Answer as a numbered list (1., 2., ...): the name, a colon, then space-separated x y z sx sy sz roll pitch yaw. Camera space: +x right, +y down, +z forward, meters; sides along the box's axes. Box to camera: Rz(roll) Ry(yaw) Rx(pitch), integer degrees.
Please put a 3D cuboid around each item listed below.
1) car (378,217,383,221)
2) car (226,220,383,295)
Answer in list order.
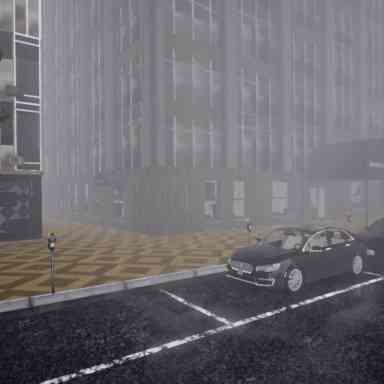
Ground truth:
1. car: 7.456 1.563 11.934 4.313 1.339 1.947 0 -1 -36
2. car: 2.838 1.549 8.620 4.403 1.369 2.008 0 -1 -36
